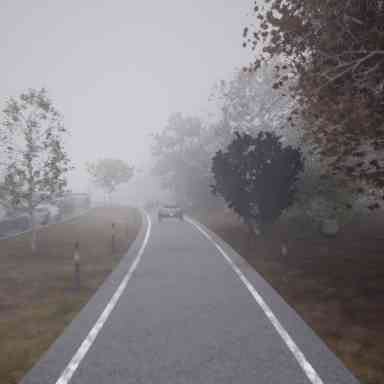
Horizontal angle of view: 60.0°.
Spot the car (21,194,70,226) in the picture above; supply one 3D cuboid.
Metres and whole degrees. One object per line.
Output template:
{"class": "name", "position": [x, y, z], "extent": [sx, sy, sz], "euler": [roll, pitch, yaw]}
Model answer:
{"class": "car", "position": [-10.381, 1.147, 22.590], "extent": [2.435, 2.045, 5.566], "euler": [1, -1, -9]}

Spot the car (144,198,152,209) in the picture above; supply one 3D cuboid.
{"class": "car", "position": [-5.046, 1.455, 42.685], "extent": [1.895, 1.301, 4.718], "euler": [0, 0, -13]}

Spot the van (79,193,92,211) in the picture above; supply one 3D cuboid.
{"class": "van", "position": [-13.133, 1.160, 39.045], "extent": [1.878, 1.987, 4.442], "euler": [1, -1, -15]}

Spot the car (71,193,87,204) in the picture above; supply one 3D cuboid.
{"class": "car", "position": [-24.064, 1.399, 70.776], "extent": [2.435, 2.045, 5.566], "euler": [2, -2, -25]}

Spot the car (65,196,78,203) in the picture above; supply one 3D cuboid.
{"class": "car", "position": [-29.229, 1.825, 80.726], "extent": [2.231, 1.521, 4.892], "euler": [2, -2, -28]}

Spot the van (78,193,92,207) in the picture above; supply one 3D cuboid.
{"class": "van", "position": [-16.003, 1.201, 49.840], "extent": [1.878, 1.987, 4.442], "euler": [1, -1, -16]}

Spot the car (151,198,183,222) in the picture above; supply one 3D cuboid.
{"class": "car", "position": [-1.821, 1.417, 26.036], "extent": [2.128, 1.511, 4.902], "euler": [0, 0, -9]}

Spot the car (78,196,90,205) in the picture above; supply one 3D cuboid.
{"class": "car", "position": [-19.612, 1.509, 60.345], "extent": [1.946, 1.575, 5.366], "euler": [1, -2, -20]}

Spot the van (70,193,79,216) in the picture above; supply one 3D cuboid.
{"class": "van", "position": [-11.090, 1.162, 28.047], "extent": [1.878, 1.987, 4.442], "euler": [1, -1, -10]}

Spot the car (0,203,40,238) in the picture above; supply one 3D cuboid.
{"class": "car", "position": [-9.860, 1.449, 17.052], "extent": [2.002, 1.452, 4.674], "euler": [1, -1, -5]}

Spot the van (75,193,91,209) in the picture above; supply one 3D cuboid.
{"class": "van", "position": [-14.478, 1.175, 44.460], "extent": [1.878, 1.987, 4.442], "euler": [1, -1, -16]}
